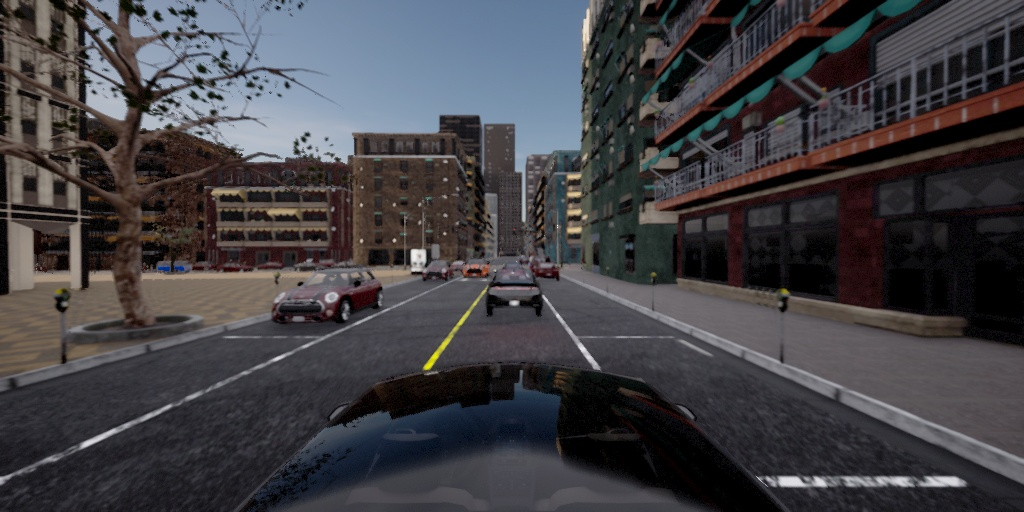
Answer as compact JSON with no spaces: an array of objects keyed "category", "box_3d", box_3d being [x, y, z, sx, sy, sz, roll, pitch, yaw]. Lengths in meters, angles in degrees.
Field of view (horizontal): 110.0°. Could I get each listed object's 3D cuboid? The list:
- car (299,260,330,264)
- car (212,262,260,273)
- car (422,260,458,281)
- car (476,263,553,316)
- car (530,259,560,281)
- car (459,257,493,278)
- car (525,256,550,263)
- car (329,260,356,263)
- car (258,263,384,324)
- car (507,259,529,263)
[{"category":"car","box_3d":[-27.987,1.509,49.934,4.403,1.370,2.007,0,0,0]},{"category":"car","box_3d":[-38.416,1.655,49.900,4.507,1.381,1.888,0,0,0]},{"category":"car","box_3d":[-5.705,1.071,28.159,1.967,1.591,4.097,0,0,0]},{"category":"car","box_3d":[0.077,1.187,13.126,2.128,1.511,4.902,0,0,0]},{"category":"car","box_3d":[2.676,1.176,28.162,1.888,1.381,4.507,0,0,0]},{"category":"car","box_3d":[-3.100,0.967,31.855,2.097,1.767,4.553,0,0,0]},{"category":"car","box_3d":[2.673,0.922,33.690,2.192,1.841,5.009,0,0,0]},{"category":"car","box_3d":[-22.417,1.428,49.977,4.403,1.370,2.007,0,0,0]},{"category":"car","box_3d":[-5.697,1.143,11.577,1.967,1.591,4.097,0,0,0]},{"category":"car","box_3d":[0.071,1.193,28.666,1.994,1.385,4.181,0,0,0]}]
